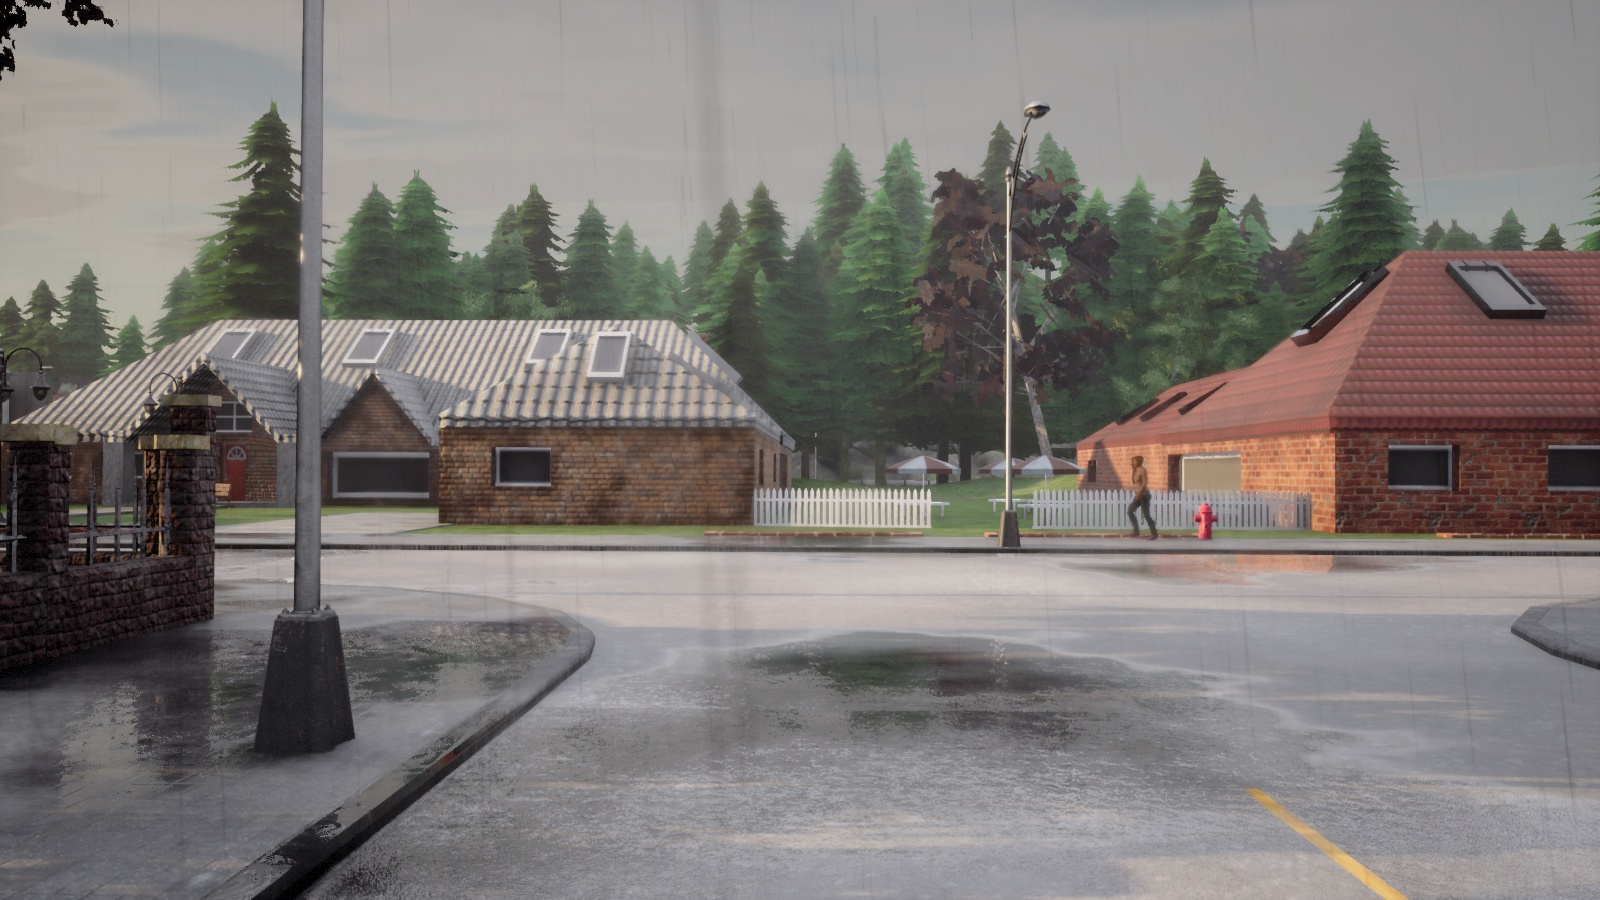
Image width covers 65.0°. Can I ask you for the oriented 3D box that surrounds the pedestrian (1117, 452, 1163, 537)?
[{"bbox_3d":[7.251,0.939,26.774,0.869,1.805,0.328,0,-1,0],"label":"pedestrian"}]
